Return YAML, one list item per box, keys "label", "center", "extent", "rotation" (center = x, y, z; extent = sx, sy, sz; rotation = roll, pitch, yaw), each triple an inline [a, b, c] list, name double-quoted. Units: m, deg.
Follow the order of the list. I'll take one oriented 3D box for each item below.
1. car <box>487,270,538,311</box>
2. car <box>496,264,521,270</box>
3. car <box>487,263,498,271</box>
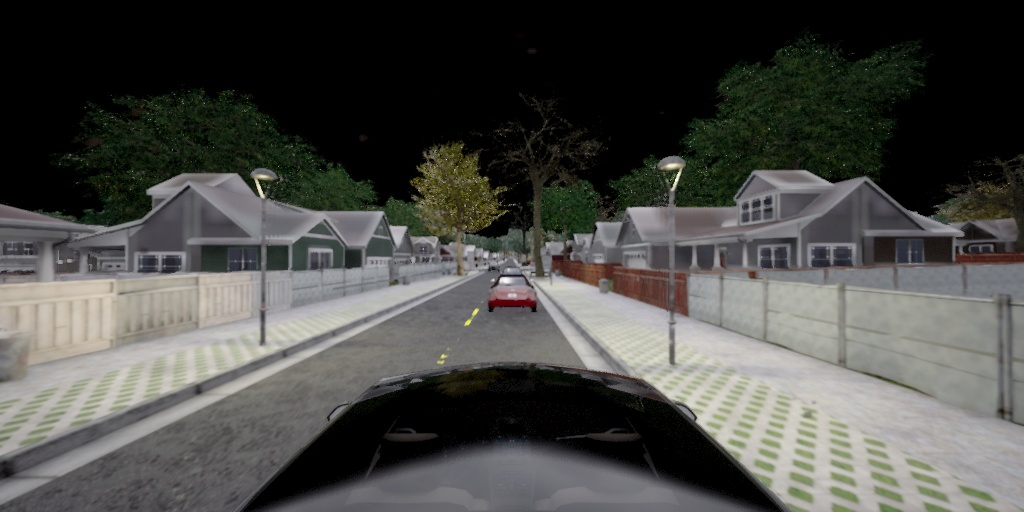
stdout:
- label: "car"
  center: [0.022, 1.452, 15.305]
  extent: [1.994, 1.385, 4.181]
  rotation: [0, -1, 0]
- label: "car"
  center: [-0.001, 1.580, 29.377]
  extent: [2.033, 1.411, 5.357]
  rotation: [0, -1, 0]
- label: "car"
  center: [-2.784, 1.851, 56.378]
  extent: [2.033, 1.411, 5.357]
  rotation: [0, -1, 0]
